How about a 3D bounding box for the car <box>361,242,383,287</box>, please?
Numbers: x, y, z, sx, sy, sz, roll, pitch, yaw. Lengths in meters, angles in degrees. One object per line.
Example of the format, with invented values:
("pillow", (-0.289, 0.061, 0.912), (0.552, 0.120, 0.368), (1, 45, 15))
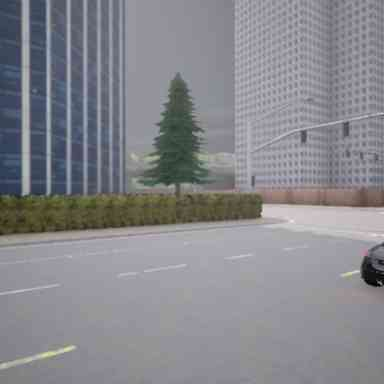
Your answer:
("car", (5.966, 1.545, 8.053), (4.181, 1.385, 1.994), (0, 0, -35))
